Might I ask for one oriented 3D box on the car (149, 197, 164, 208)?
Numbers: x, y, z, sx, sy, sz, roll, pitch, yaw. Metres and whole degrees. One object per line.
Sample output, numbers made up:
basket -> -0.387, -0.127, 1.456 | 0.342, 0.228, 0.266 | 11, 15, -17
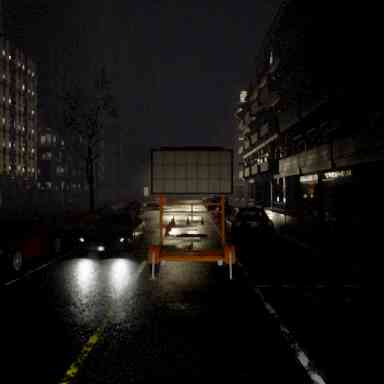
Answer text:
car -> -5.686, 1.553, 49.289 | 1.752, 1.417, 4.829 | 0, 0, 0

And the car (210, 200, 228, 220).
car -> 2.692, 1.592, 27.327 | 1.802, 1.307, 4.206 | 0, 0, 0

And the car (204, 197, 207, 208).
car -> 2.693, 1.459, 38.392 | 1.967, 1.590, 4.097 | 0, 0, 0

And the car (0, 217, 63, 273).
car -> -5.690, 1.546, 10.730 | 1.887, 1.381, 4.507 | 0, 0, 0

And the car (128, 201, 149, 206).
car -> -5.688, 1.596, 32.861 | 1.802, 1.307, 4.206 | 0, 0, 0

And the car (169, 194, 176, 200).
car -> -5.682, 1.411, 92.913 | 2.192, 1.841, 5.009 | 0, 0, 0

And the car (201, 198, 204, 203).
car -> 2.694, 1.579, 49.457 | 2.008, 1.369, 4.403 | 0, 0, 0

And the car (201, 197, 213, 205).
car -> 2.695, 1.591, 60.523 | 2.008, 1.369, 4.403 | 0, 0, 0

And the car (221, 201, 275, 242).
car -> 2.691, 1.443, 16.261 | 1.967, 1.590, 4.097 | 0, 0, 0

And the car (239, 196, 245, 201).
car -> 13.434, 1.411, 79.928 | 4.403, 1.369, 2.008 | -1, 1, -1

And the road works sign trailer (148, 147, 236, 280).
road works sign trailer -> 0.000, 0.466, 9.931 | 2.380, 3.560, 2.880 | 0, 0, 0

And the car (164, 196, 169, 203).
car -> -5.685, 1.585, 60.524 | 1.887, 1.381, 4.507 | 0, 0, 0

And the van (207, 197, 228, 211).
van -> 2.692, 1.355, 32.859 | 1.690, 1.788, 3.998 | 0, 0, 0

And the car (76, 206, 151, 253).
car -> -3.100, 1.550, 13.981 | 2.033, 1.411, 5.357 | 0, 0, 0

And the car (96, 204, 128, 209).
car -> -5.689, 1.531, 21.625 | 1.752, 1.417, 4.829 | 0, 0, 0
